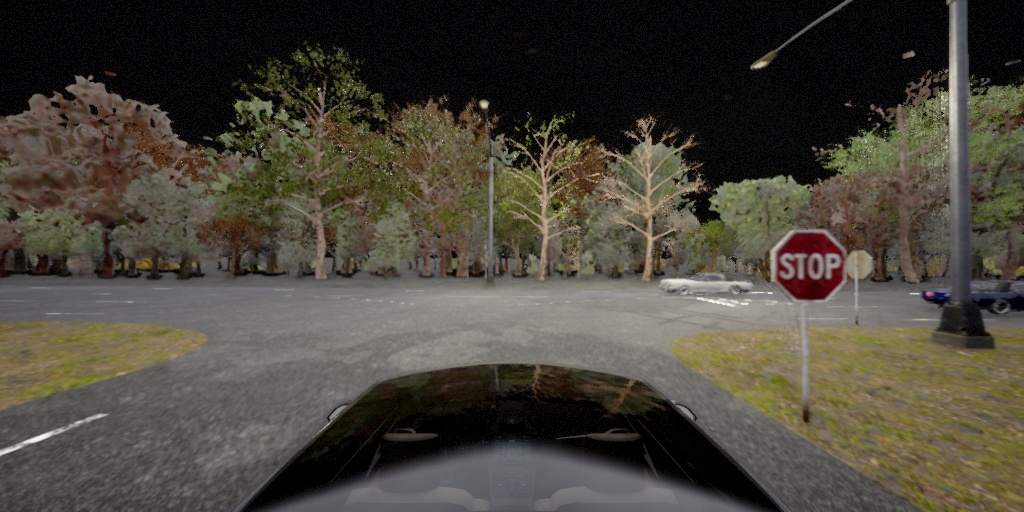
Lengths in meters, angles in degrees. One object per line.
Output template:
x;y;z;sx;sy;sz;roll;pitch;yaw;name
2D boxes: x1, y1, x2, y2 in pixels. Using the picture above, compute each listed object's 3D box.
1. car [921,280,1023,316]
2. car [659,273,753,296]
19.582;1.620;14.220;4.718;1.301;1.895;0;-1;0;car
11.346;1.686;21.268;4.718;1.301;1.895;0;-1;0;car
